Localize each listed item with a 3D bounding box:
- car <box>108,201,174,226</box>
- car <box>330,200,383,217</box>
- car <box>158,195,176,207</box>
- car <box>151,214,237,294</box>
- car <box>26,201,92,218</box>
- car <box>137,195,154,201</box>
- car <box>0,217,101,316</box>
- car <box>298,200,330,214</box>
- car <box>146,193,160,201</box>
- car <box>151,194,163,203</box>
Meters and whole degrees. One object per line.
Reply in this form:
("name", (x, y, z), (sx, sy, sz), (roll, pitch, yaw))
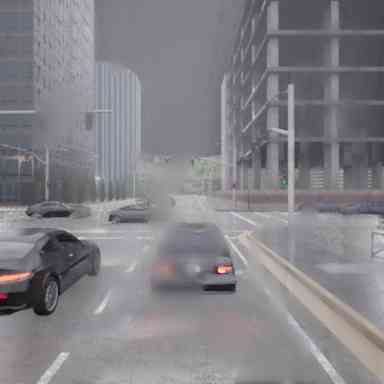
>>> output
("car", (-3.559, 1.526, 22.801), (4.181, 1.385, 1.994), (0, 0, -1))
("car", (15.833, 1.479, 30.215), (5.357, 1.411, 2.033), (0, 0, 0))
("car", (-3.478, 1.526, 50.410), (2.033, 1.411, 5.357), (0, 0, 0))
("car", (0.050, 1.544, 8.900), (2.033, 1.411, 5.357), (0, 0, 0))
("car", (-10.402, 1.453, 26.177), (4.902, 1.511, 2.128), (0, 0, -1))
("car", (-7.212, 1.543, 49.157), (1.994, 1.385, 4.181), (0, 0, 0))
("car", (-3.457, 1.522, 7.382), (1.812, 1.442, 4.674), (0, 0, 0))
("car", (12.964, 1.494, 33.698), (4.181, 1.385, 1.994), (0, 0, 0))
("car", (-7.215, 1.196, 58.475), (2.150, 2.045, 5.566), (0, 0, 0))
("car", (-7.170, 1.322, 68.298), (2.097, 1.767, 4.553), (0, 0, 0))
